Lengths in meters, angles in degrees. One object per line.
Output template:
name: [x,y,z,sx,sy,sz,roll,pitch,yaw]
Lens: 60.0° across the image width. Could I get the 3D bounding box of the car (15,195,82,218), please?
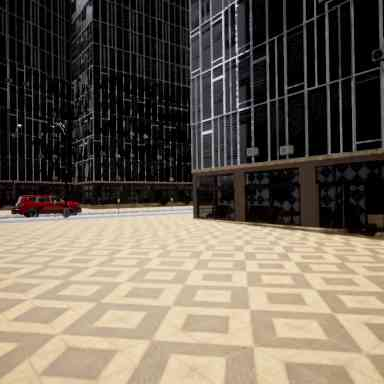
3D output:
car: [-11.741,1.188,27.327,5.009,1.841,2.192,0,-1,-36]
